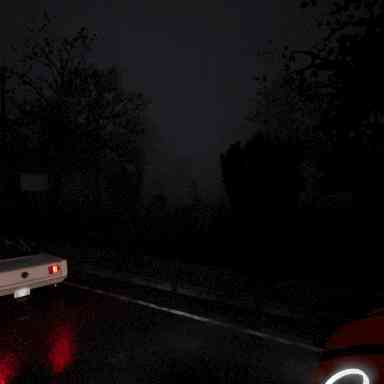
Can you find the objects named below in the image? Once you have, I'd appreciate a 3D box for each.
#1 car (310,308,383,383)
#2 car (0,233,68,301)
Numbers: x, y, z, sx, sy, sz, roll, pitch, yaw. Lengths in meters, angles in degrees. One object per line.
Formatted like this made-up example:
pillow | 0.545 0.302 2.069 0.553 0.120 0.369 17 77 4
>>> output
car | 3.029 1.352 1.867 4.553 1.767 2.097 0 0 35
car | -4.995 1.601 7.542 4.718 1.301 1.895 0 0 35
